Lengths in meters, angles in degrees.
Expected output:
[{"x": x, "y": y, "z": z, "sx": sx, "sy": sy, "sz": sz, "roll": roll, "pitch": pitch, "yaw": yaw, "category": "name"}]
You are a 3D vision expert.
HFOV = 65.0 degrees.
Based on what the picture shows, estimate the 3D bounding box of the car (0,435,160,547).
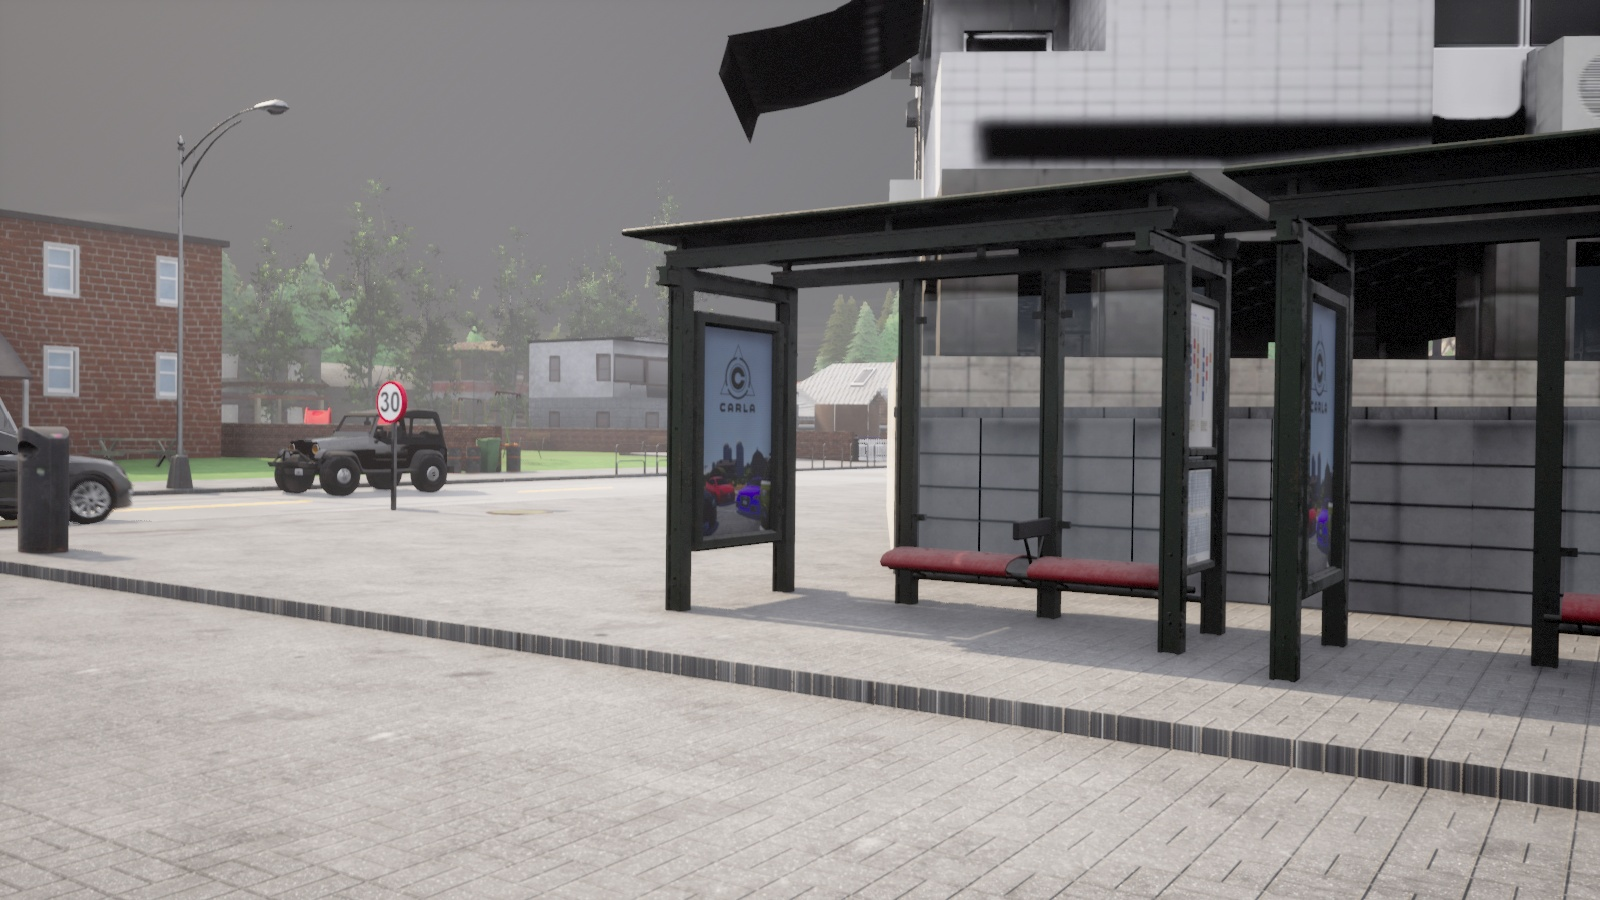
[{"x": -11.634, "y": 0.561, "z": 17.275, "sx": 1.837, "sy": 1.490, "sz": 4.892, "roll": 0, "pitch": 1, "yaw": 27, "category": "car"}]

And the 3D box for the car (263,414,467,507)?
[{"x": -9.521, "y": 0.181, "z": 27.718, "sx": 1.905, "sy": 1.878, "sz": 3.866, "roll": 0, "pitch": 1, "yaw": 34, "category": "car"}]
